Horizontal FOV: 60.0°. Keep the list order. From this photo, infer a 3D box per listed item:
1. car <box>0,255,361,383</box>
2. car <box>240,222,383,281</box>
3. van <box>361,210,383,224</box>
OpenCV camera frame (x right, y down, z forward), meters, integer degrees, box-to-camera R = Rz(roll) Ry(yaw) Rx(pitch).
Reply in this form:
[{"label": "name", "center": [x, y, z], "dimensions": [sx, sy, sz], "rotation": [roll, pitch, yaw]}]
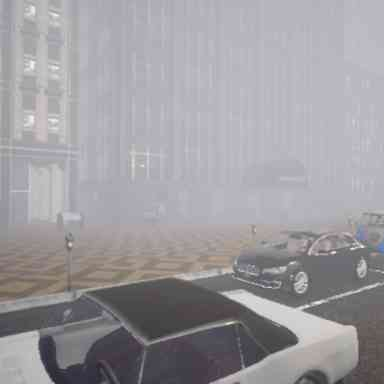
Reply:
[{"label": "car", "center": [-0.619, 1.616, 2.935], "dimensions": [4.718, 1.301, 1.895], "rotation": [1, -1, -36]}, {"label": "car", "center": [3.002, 1.646, 8.705], "dimensions": [4.403, 1.369, 2.008], "rotation": [1, -1, -36]}, {"label": "van", "center": [7.498, 1.505, 11.915], "dimensions": [3.998, 1.788, 1.690], "rotation": [1, -1, -36]}]
